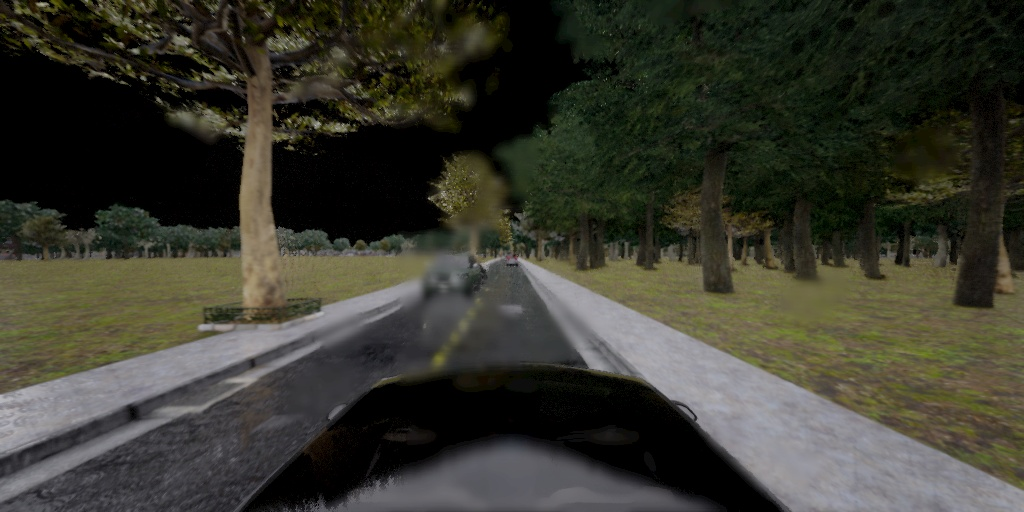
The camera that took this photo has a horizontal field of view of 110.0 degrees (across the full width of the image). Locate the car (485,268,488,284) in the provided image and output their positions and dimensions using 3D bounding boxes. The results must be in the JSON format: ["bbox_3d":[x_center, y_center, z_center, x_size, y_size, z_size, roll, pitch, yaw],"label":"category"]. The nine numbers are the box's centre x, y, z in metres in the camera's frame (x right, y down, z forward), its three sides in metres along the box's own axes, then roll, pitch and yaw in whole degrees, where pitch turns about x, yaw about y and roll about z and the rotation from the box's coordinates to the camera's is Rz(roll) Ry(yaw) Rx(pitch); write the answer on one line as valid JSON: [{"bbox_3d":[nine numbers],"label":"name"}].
[{"bbox_3d":[-2.735,1.222,24.565,1.994,1.385,4.181,0,0,0],"label":"car"}]

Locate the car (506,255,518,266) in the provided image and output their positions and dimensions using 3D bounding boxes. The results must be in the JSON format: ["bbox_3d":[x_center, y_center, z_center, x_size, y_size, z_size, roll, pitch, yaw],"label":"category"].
[{"bbox_3d":[0.040,1.053,61.168,1.994,1.385,4.181,0,0,0],"label":"car"}]

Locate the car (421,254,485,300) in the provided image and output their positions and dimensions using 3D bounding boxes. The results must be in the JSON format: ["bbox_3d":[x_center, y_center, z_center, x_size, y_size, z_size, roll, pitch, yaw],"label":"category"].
[{"bbox_3d":[-2.777,0.912,17.542,2.150,2.045,5.566,0,0,1],"label":"car"}]
